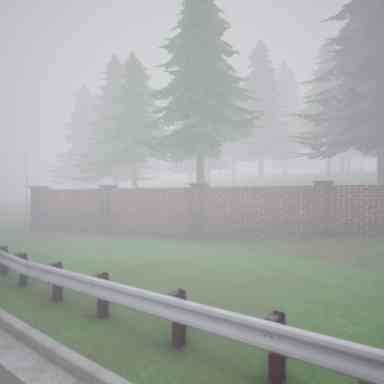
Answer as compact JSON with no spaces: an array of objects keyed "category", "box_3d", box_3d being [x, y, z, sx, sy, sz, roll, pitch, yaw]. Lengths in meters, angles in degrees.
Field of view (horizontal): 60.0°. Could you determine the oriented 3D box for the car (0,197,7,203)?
[{"category":"car","box_3d":[-44.376,1.915,75.975,2.097,1.767,4.553,0,0,-22]}]
